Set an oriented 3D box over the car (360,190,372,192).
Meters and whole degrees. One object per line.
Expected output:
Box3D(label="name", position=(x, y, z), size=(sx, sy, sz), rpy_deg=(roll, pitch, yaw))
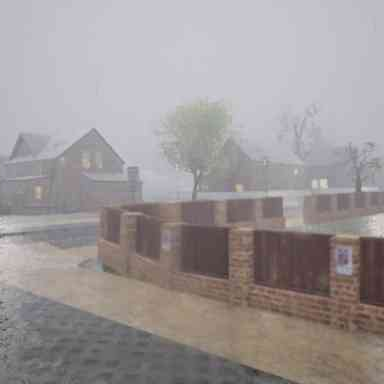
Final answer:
Box3D(label="car", position=(20.249, 0.580, 37.876), size=(4.892, 1.490, 1.837), rpy_deg=(-2, 2, -40))
